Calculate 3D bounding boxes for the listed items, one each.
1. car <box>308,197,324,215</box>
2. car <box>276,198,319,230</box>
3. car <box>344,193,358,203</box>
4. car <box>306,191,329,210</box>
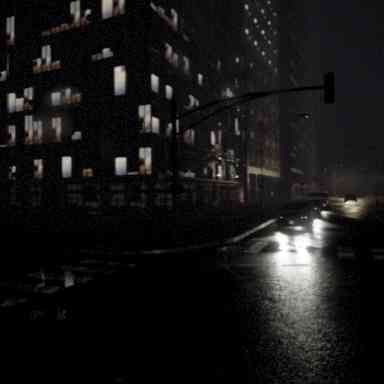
[{"bbox_3d":[10.090,1.410,28.823,1.895,1.301,4.718,-1,0,24],"label":"car"},{"bbox_3d":[6.355,1.371,20.289,2.128,1.511,4.902,-1,0,23],"label":"car"},{"bbox_3d":[26.360,0.972,55.223,1.882,1.535,5.008,-1,0,28],"label":"car"},{"bbox_3d":[14.539,0.943,38.405,2.150,2.045,5.566,-1,0,26],"label":"car"}]
